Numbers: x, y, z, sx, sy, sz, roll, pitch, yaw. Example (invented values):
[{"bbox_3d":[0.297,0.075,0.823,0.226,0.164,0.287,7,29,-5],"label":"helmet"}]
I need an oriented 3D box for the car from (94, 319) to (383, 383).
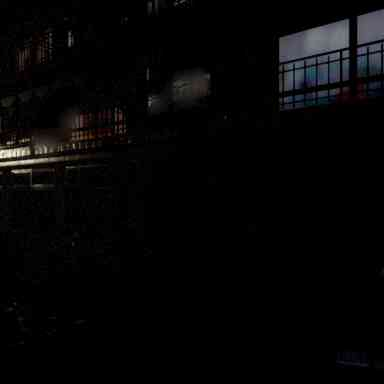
[{"bbox_3d":[1.071,1.582,2.110,4.206,1.307,1.802,0,0,35],"label":"car"}]
